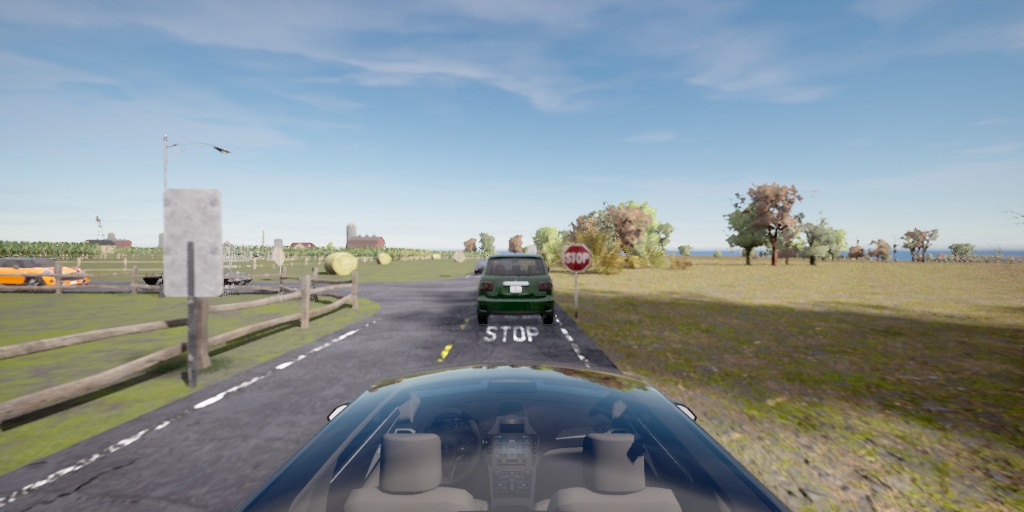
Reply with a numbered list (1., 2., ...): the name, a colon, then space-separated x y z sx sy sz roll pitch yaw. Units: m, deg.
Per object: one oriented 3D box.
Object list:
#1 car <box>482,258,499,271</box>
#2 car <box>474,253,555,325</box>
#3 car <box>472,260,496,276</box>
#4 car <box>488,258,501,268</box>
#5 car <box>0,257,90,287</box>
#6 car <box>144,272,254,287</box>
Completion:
1. car: -2.823 1.102 47.583 1.882 1.535 5.008 0 0 0
2. car: 0.102 0.938 11.783 2.150 2.045 5.566 0 0 0
3. car: -2.835 1.195 37.470 2.033 1.411 5.357 0 0 0
4. car: -2.803 1.110 57.957 1.837 1.490 4.892 0 0 0
5. car: -26.682 0.887 19.968 4.553 1.767 2.097 0 1 -1
6. car: -17.342 1.200 20.061 4.718 1.301 1.895 0 1 -1
